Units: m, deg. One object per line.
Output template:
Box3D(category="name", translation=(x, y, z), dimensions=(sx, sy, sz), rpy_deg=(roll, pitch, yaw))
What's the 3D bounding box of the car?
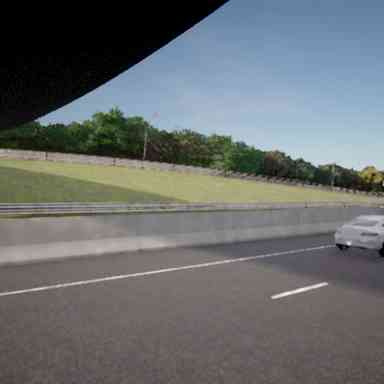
Box3D(category="car", translation=(7.703, 1.678, 13.619), dimensions=(4.674, 1.442, 1.812), rpy_deg=(1, 0, -35))
